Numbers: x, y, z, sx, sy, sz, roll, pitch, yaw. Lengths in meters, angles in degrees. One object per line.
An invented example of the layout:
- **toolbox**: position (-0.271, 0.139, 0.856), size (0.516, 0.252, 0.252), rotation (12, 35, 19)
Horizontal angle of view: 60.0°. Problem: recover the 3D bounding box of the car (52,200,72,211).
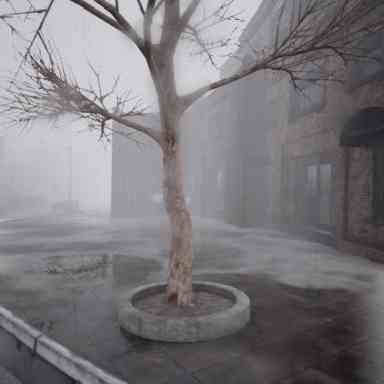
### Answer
- **car**: position (-16.860, 1.732, 44.367), size (1.812, 1.442, 4.674), rotation (1, 0, 8)
